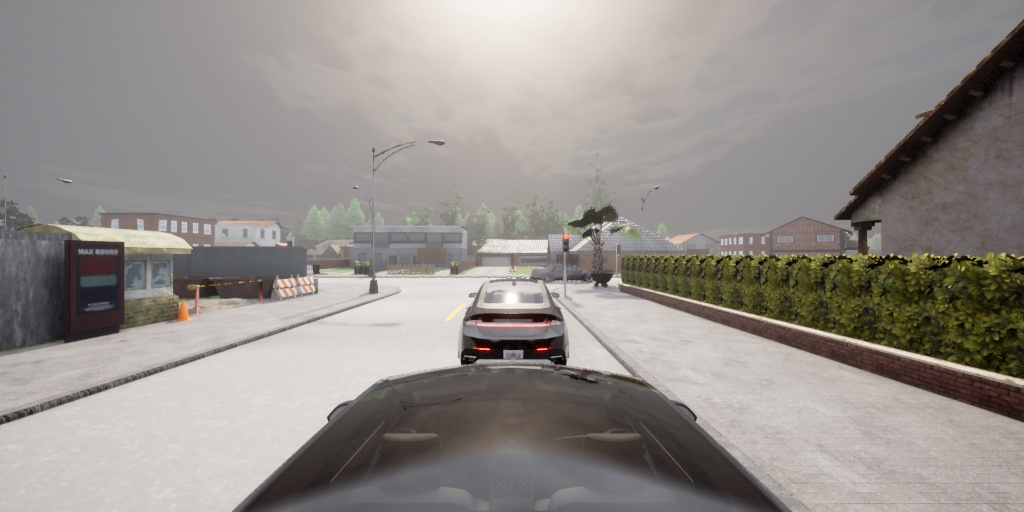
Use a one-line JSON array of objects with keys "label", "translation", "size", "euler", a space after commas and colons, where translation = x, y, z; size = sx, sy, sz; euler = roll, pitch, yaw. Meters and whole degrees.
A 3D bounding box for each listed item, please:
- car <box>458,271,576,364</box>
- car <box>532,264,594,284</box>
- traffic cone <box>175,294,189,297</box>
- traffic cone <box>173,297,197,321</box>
[{"label": "car", "translation": [0.042, 1.242, 7.724], "size": [2.128, 1.511, 4.902], "euler": [0, 0, 1]}, {"label": "car", "translation": [3.996, 1.297, 26.771], "size": [5.357, 1.411, 2.033], "euler": [0, 0, 0]}, {"label": "traffic cone", "translation": [-10.392, 1.568, 11.070], "size": [0.344, 0.586, 0.344], "euler": [0, 0, 0]}, {"label": "traffic cone", "translation": [-9.672, 1.598, 10.550], "size": [0.344, 0.586, 0.344], "euler": [0, 0, 0]}]
